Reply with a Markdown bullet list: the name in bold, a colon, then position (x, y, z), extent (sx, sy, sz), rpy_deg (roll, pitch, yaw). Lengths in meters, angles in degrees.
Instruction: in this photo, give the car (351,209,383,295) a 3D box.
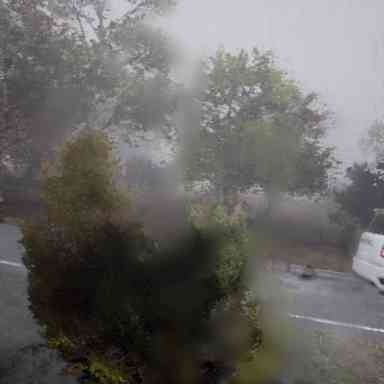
- **car**: position (6.232, 1.589, 6.540), extent (5.566, 2.045, 2.150), rpy_deg (7, -1, 8)
